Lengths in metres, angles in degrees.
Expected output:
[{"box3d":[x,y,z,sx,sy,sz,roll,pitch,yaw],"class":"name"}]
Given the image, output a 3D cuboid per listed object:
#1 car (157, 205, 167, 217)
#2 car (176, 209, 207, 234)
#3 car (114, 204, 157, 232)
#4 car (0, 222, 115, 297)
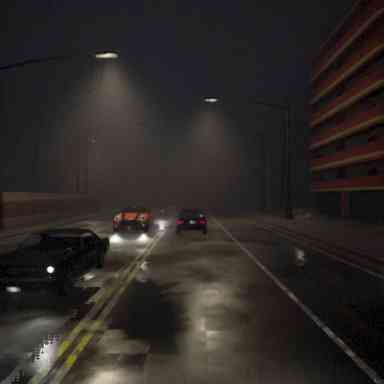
[{"box3d":[-3.754,2.049,35.988,1.895,1.301,4.718,0,-1,0],"class":"car"},{"box3d":[-0.038,1.776,21.053,2.033,1.411,5.357,0,-1,0],"class":"car"},{"box3d":[-3.744,1.598,22.002,2.097,1.767,4.553,0,-1,0],"class":"car"},{"box3d":[-3.658,1.705,9.003,1.895,1.301,4.718,0,-1,0],"class":"car"}]
